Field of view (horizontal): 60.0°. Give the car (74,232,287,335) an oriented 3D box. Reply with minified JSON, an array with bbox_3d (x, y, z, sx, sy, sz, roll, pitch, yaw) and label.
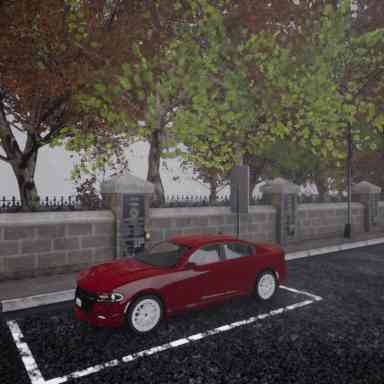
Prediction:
[{"bbox_3d":[-0.012,1.545,6.711,4.507,1.381,1.887,0,0,-36],"label":"car"}]

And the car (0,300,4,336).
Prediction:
[{"bbox_3d":[-4.490,1.551,3.449,4.403,1.369,2.008,0,0,-36],"label":"car"}]
